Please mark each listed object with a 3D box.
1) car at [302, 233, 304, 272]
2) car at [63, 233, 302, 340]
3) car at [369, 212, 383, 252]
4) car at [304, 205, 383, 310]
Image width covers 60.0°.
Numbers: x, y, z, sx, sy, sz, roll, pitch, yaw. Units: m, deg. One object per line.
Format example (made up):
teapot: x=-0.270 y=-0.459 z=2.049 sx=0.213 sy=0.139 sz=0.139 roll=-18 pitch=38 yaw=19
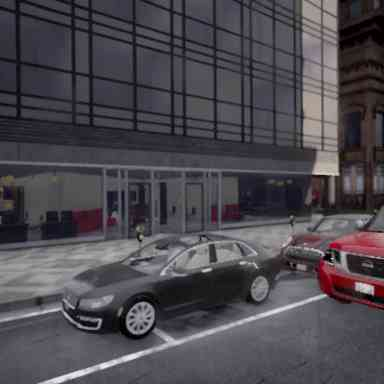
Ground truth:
car: x=4.440 y=1.400 z=9.706 sx=4.097 sy=1.590 sz=1.967 roll=0 pitch=0 yaw=-35
car: x=-0.158 y=1.535 z=6.426 sx=4.403 sy=1.369 sz=2.008 roll=0 pitch=0 yaw=-35
car: x=9.039 y=1.486 z=12.986 sx=4.403 sy=1.369 sz=2.008 roll=0 pitch=0 yaw=-35
car: x=5.031 y=1.186 z=6.967 sx=5.566 sy=2.045 sz=2.150 roll=0 pitch=0 yaw=-36
